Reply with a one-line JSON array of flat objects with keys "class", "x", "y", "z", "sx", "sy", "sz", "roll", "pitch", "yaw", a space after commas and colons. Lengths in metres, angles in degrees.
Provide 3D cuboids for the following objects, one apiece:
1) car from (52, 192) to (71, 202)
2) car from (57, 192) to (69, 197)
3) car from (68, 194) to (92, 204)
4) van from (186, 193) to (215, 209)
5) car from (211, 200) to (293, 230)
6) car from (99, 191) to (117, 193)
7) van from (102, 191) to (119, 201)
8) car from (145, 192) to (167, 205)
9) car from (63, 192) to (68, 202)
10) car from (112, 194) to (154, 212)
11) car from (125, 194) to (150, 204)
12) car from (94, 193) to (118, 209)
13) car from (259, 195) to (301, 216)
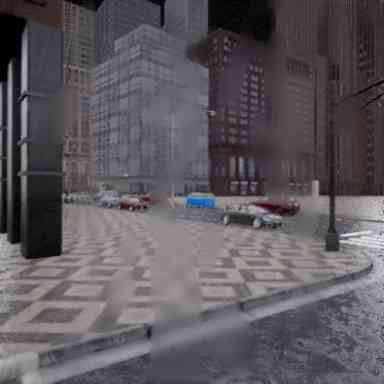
[{"class": "car", "x": -21.860, "y": 0.764, "z": 55.780, "sx": 1.967, "sy": 1.590, "sz": 4.097, "roll": 1, "pitch": 0, "yaw": -36}, {"class": "car", "x": -33.969, "y": 0.594, "z": 87.383, "sx": 1.887, "sy": 1.381, "sz": 4.507, "roll": 1, "pitch": 0, "yaw": -36}, {"class": "car", "x": -15.514, "y": 1.002, "z": 46.897, "sx": 2.008, "sy": 1.369, "sz": 4.403, "roll": 1, "pitch": 0, "yaw": -36}, {"class": "van", "x": 0.953, "y": 1.032, "z": 38.521, "sx": 1.690, "sy": 1.788, "sz": 3.998, "roll": 1, "pitch": 0, "yaw": -36}, {"class": "car", "x": 3.529, "y": 1.431, "z": 20.247, "sx": 2.008, "sy": 1.369, "sz": 4.403, "roll": 1, "pitch": 0, "yaw": -36}, {"class": "car", "x": -14.906, "y": 0.742, "z": 56.107, "sx": 2.097, "sy": 1.767, "sz": 4.553, "roll": 0, "pitch": 0, "yaw": -36}, {"class": "van", "x": -14.920, "y": 0.698, "z": 60.732, "sx": 1.690, "sy": 1.788, "sz": 3.998, "roll": 1, "pitch": 0, "yaw": -36}, {"class": "car", "x": -5.395, "y": 0.867, "z": 47.405, "sx": 2.192, "sy": 1.841, "sz": 5.009, "roll": 1, "pitch": 0, "yaw": -36}, {"class": "car", "x": -18.688, "y": 0.937, "z": 51.339, "sx": 2.008, "sy": 1.369, "sz": 4.403, "roll": 1, "pitch": 0, "yaw": -36}, {"class": "car", "x": -5.992, "y": 1.202, "z": 33.572, "sx": 1.887, "sy": 1.381, "sz": 4.507, "roll": 1, "pitch": 0, "yaw": -36}, {"class": "car", "x": -8.574, "y": 1.035, "z": 51.848, "sx": 2.008, "sy": 1.369, "sz": 4.403, "roll": 1, "pitch": 0, "yaw": -36}, {"class": "car", "x": -9.166, "y": 1.138, "z": 38.013, "sx": 2.008, "sy": 1.369, "sz": 4.403, "roll": 1, "pitch": 0, "yaw": -36}, {"class": "car", "x": 7.302, "y": 1.151, "z": 29.636, "sx": 2.192, "sy": 1.841, "sz": 5.009, "roll": 1, "pitch": 0, "yaw": -36}]
